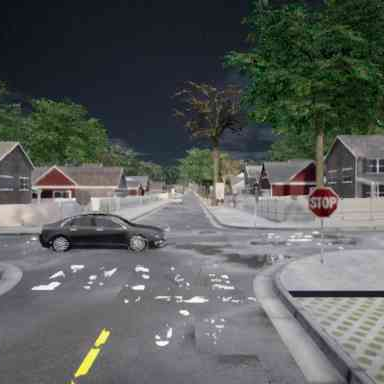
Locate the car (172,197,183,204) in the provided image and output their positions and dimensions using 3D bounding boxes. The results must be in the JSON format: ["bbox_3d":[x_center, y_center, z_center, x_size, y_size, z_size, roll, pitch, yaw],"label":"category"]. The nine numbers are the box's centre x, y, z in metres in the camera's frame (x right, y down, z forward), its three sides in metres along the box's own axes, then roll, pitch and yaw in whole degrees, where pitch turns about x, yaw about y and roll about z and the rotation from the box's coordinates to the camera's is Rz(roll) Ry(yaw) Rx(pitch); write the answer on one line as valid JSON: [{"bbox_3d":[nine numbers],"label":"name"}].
[{"bbox_3d":[-2.732,1.574,62.714,1.895,1.301,4.718,0,0,0],"label":"car"}]

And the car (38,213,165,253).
[{"bbox_3d":[-3.516,1.619,13.328,4.892,1.490,1.837,0,0,-1],"label":"car"}]
